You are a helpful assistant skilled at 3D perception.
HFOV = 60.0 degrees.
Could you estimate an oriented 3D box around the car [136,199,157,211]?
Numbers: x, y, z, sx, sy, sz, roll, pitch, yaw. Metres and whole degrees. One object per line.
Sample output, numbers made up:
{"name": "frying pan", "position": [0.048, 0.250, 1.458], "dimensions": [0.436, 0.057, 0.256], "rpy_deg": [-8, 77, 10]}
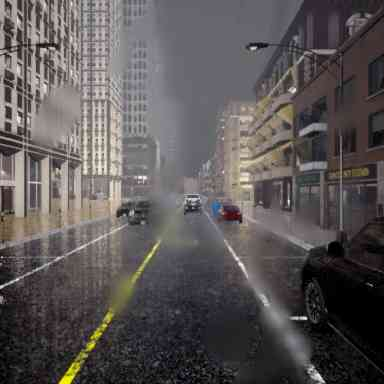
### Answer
{"name": "car", "position": [-5.638, 1.560, 41.603], "dimensions": [2.008, 1.369, 4.403], "rpy_deg": [0, 0, 0]}

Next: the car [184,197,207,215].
{"name": "car", "position": [0.135, 1.553, 34.060], "dimensions": [2.033, 1.411, 5.357], "rpy_deg": [0, 0, 0]}

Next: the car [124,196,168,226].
{"name": "car", "position": [-3.070, 1.354, 23.226], "dimensions": [2.097, 1.767, 4.553], "rpy_deg": [0, 0, 0]}

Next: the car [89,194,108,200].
{"name": "car", "position": [-21.037, 1.101, 74.999], "dimensions": [4.097, 1.590, 1.967], "rpy_deg": [1, -1, 0]}

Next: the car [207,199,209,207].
{"name": "car", "position": [2.750, 1.563, 47.240], "dimensions": [2.008, 1.369, 4.403], "rpy_deg": [0, 0, 0]}

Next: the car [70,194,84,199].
{"name": "car", "position": [-26.614, 1.135, 74.991], "dimensions": [4.206, 1.307, 1.802], "rpy_deg": [1, -1, 0]}

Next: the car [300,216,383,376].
{"name": "car", "position": [3.004, 1.225, 3.646], "dimensions": [2.150, 2.045, 5.566], "rpy_deg": [0, 0, 0]}

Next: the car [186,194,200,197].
{"name": "car", "position": [0.129, 1.233, 45.095], "dimensions": [2.150, 2.045, 5.566], "rpy_deg": [0, 0, 1]}

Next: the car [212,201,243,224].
{"name": "car", "position": [2.721, 1.585, 24.646], "dimensions": [1.802, 1.307, 4.206], "rpy_deg": [0, 0, 0]}

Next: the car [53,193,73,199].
{"name": "car", "position": [-32.258, 1.020, 83.365], "dimensions": [4.206, 1.307, 1.802], "rpy_deg": [1, -1, 0]}

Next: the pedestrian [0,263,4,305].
{"name": "pedestrian", "position": [-4.057, 1.674, 6.661], "dimensions": [0.500, 1.100, 0.500], "rpy_deg": [0, 0, -2]}

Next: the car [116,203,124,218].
{"name": "car", "position": [-5.652, 1.570, 30.305], "dimensions": [1.947, 1.339, 4.313], "rpy_deg": [0, 0, 0]}

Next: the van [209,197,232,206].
{"name": "van", "position": [2.728, 1.346, 30.295], "dimensions": [1.690, 1.788, 3.998], "rpy_deg": [0, 0, 0]}

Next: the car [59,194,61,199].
{"name": "car", "position": [-32.183, 0.761, 74.990], "dimensions": [5.009, 1.841, 2.192], "rpy_deg": [1, -1, 0]}

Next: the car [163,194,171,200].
{"name": "car", "position": [-5.610, 1.464, 64.197], "dimensions": [1.967, 1.590, 4.097], "rpy_deg": [0, 0, 0]}
